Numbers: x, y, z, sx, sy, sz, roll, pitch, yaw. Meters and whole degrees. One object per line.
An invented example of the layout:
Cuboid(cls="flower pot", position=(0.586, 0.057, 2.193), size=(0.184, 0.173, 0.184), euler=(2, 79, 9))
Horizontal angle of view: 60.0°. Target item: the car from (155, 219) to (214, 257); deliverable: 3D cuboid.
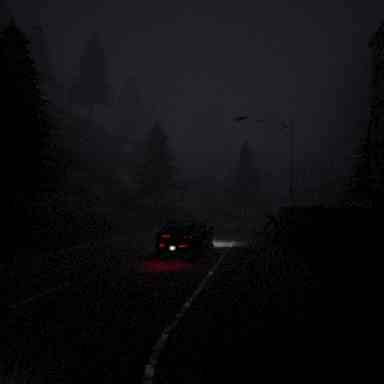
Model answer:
Cuboid(cls="car", position=(-0.211, 1.981, 15.202), size=(1.837, 1.490, 4.892), euler=(0, -2, 13))

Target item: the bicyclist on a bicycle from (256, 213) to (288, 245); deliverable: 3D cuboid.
Cuboid(cls="bicyclist on a bicycle", position=(4.114, 1.913, 17.131), size=(1.656, 1.620, 0.582), euler=(0, -2, 12))
